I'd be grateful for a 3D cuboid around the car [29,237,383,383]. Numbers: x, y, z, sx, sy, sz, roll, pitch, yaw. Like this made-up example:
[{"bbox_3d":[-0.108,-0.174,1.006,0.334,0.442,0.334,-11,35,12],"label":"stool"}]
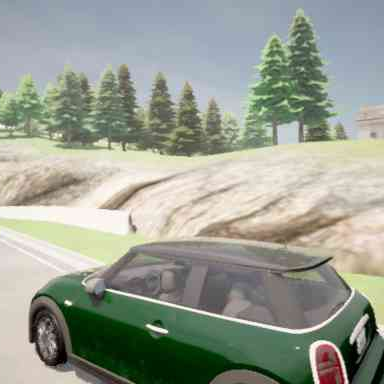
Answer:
[{"bbox_3d":[-0.156,1.381,4.293,4.553,1.767,2.097,-1,0,38],"label":"car"}]
